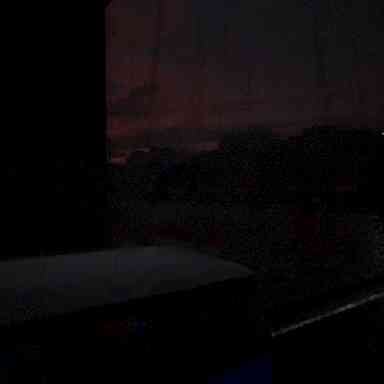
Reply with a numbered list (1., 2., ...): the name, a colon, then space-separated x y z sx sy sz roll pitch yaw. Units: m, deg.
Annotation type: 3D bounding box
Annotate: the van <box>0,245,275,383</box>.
1. van: -1.303 1.341 1.891 3.998 1.788 1.690 0 -1 -35
